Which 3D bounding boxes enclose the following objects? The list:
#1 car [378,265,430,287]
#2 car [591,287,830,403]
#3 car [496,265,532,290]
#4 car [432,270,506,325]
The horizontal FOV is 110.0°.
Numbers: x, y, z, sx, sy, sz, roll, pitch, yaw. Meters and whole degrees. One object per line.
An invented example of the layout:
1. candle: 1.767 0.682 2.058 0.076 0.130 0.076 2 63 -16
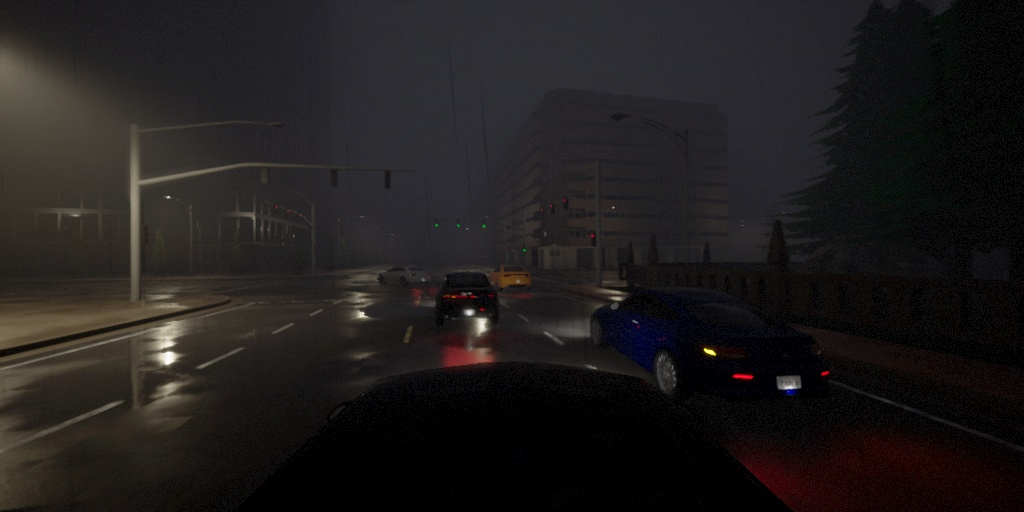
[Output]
1. car: -7.694 1.386 25.575 4.674 1.442 1.812 0 -1 41
2. car: 2.889 1.273 6.347 1.812 1.442 4.674 0 0 -6
3. car: -0.182 1.294 22.502 1.882 1.535 5.008 0 -1 -12
4. car: -1.584 1.283 12.038 1.837 1.490 4.892 0 0 -11
